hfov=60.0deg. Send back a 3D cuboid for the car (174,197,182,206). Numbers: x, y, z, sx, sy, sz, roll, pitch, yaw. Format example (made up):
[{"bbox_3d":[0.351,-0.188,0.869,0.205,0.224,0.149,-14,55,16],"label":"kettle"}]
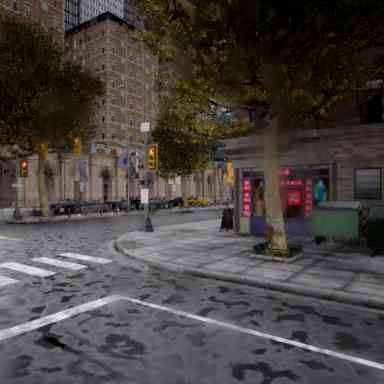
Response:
[{"bbox_3d":[-1.780,1.478,54.134,1.882,1.535,5.008,0,0,36],"label":"car"}]

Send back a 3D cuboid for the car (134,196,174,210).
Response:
[{"bbox_3d":[-4.932,1.505,43.818,1.837,1.490,4.892,0,0,36],"label":"car"}]

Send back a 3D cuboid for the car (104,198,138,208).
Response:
[{"bbox_3d":[-10.172,1.595,47.925,1.895,1.301,4.718,0,0,36],"label":"car"}]

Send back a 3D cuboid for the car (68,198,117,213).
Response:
[{"bbox_3d":[-10.663,1.564,35.893,1.994,1.385,4.181,0,0,36],"label":"car"}]

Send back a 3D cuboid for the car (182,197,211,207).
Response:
[{"bbox_3d":[1.077,1.478,52.106,1.882,1.535,5.008,0,0,36],"label":"car"}]

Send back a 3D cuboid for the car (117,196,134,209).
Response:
[{"bbox_3d":[-7.899,1.352,45.690,2.097,1.767,4.553,0,0,36],"label":"car"}]

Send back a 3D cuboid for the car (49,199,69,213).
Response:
[{"bbox_3d":[-13.845,1.505,37.466,1.837,1.490,4.892,0,0,36],"label":"car"}]
